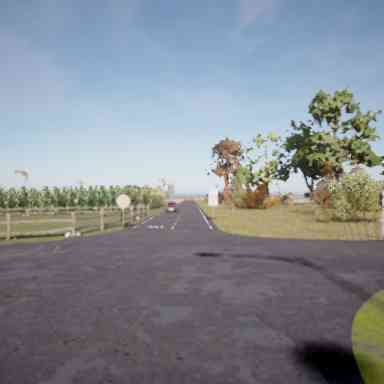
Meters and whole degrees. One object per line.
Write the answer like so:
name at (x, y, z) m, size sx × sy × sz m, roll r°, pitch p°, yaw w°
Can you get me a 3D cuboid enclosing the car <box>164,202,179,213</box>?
car at (-2.793, 2.160, 46.897) m, size 1.812 × 1.442 × 4.674 m, roll 0°, pitch -1°, yaw 0°
